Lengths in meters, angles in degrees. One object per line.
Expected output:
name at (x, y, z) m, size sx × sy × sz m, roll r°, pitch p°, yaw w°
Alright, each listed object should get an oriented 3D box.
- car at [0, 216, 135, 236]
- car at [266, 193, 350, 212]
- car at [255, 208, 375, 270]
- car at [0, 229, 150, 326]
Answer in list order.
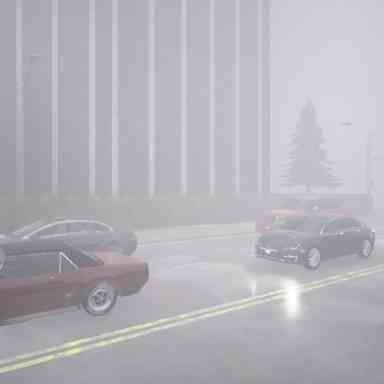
car at (-3.976, 1.491, 9.742) m, size 4.902 × 1.511 × 2.128 m, roll 0°, pitch 0°, yaw -35°
car at (5.624, 1.220, 16.373) m, size 5.566 × 2.045 × 2.150 m, roll 0°, pitch 0°, yaw -35°
car at (4.232, 1.505, 11.158) m, size 4.892 × 1.490 × 1.837 m, roll 0°, pitch 0°, yaw -34°
car at (-3.267, 1.601, 5.976) m, size 4.718 × 1.301 × 1.895 m, roll 0°, pitch 0°, yaw -35°
